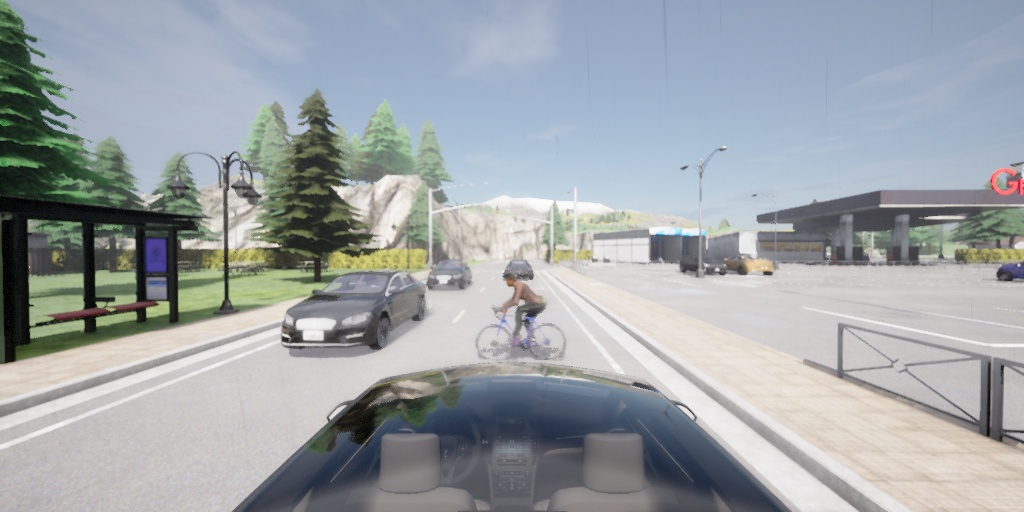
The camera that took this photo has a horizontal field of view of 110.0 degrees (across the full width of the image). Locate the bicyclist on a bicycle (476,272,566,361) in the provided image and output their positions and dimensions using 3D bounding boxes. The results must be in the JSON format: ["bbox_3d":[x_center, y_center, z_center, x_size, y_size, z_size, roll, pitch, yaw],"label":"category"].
[{"bbox_3d":[0.151,1.115,6.511,1.656,1.620,0.582,-2,1,1],"label":"bicyclist on a bicycle"}]

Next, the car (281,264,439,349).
[{"bbox_3d":[-3.498,1.120,8.852,2.128,1.511,4.902,0,1,1],"label":"car"}]

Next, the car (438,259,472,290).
[{"bbox_3d":[-3.307,0.936,19.699,2.128,1.511,4.902,0,1,0],"label":"car"}]

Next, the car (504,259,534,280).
[{"bbox_3d":[0.482,0.915,25.162,1.994,1.385,4.181,0,1,1],"label":"car"}]
